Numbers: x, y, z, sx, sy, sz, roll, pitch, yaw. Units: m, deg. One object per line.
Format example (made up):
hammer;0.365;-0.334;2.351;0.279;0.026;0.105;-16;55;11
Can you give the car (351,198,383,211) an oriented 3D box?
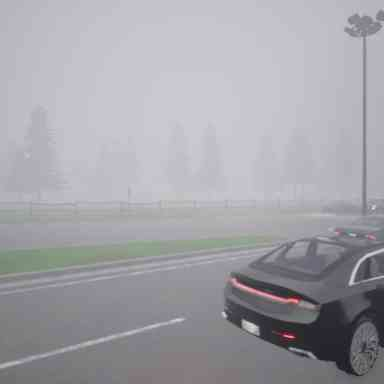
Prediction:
car;17.895;1.410;31.899;4.553;1.767;2.097;0;0;-29

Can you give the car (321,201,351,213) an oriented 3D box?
car;15.420;1.618;34.532;4.181;1.385;1.994;0;0;-29

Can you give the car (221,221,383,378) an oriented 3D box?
car;2.746;1.500;5.556;4.902;1.511;2.128;0;0;-34

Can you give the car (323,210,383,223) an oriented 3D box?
car;7.736;1.572;12.853;5.357;1.411;2.033;0;0;-30
